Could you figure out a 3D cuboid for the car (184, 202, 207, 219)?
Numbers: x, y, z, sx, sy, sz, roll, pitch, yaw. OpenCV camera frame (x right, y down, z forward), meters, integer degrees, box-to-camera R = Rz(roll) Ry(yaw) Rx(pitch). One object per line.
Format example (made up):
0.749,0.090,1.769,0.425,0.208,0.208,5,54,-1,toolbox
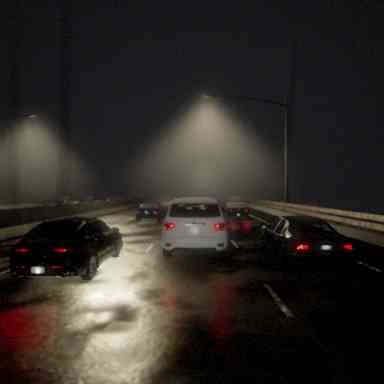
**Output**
0.371,1.571,29.646,1.895,1.301,4.718,0,0,1,car

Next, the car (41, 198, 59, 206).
-20.343,1.543,48.736,1.994,1.385,4.181,0,0,2,car

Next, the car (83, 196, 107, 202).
-13.388,1.455,47.369,1.882,1.535,5.008,0,0,2,car

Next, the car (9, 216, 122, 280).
-3.401,1.486,9.833,1.837,1.490,4.892,0,0,1,car

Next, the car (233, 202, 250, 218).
3.872,1.571,29.539,1.895,1.301,4.718,0,0,1,car

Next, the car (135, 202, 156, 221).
-3.201,1.517,26.389,2.033,1.411,5.357,0,0,1,car

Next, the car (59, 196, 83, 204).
-16.859,1.330,48.228,2.097,1.767,4.553,0,0,2,car

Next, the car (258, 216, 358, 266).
3.622,1.527,11.398,2.033,1.411,5.357,0,0,1,car

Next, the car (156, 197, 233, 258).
0.144,1.200,12.740,2.150,2.045,5.566,0,0,1,car
